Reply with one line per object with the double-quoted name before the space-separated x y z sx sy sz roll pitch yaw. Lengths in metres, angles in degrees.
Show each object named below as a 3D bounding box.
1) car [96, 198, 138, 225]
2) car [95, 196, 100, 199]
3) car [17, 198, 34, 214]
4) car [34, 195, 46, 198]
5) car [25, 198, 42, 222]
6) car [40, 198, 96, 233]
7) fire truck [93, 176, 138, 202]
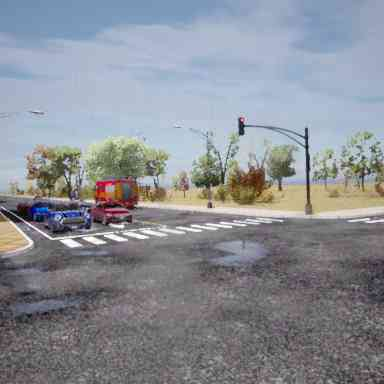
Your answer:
"car" -5.800 1.437 23.542 1.812 1.442 4.674 -3 1 -32
"car" -10.731 1.455 31.375 2.128 1.511 4.902 -3 1 -32
"car" -19.180 1.758 38.728 1.895 1.301 4.718 -3 1 -32
"car" -24.205 1.279 52.947 1.812 1.442 4.674 -3 1 -32
"car" -12.475 1.564 28.044 1.882 1.535 5.008 -3 1 -32
"car" -7.701 1.389 20.385 2.097 1.767 4.553 -3 1 -31
"fire truck" -9.810 0.084 42.215 2.891 3.827 8.468 -3 1 -32
